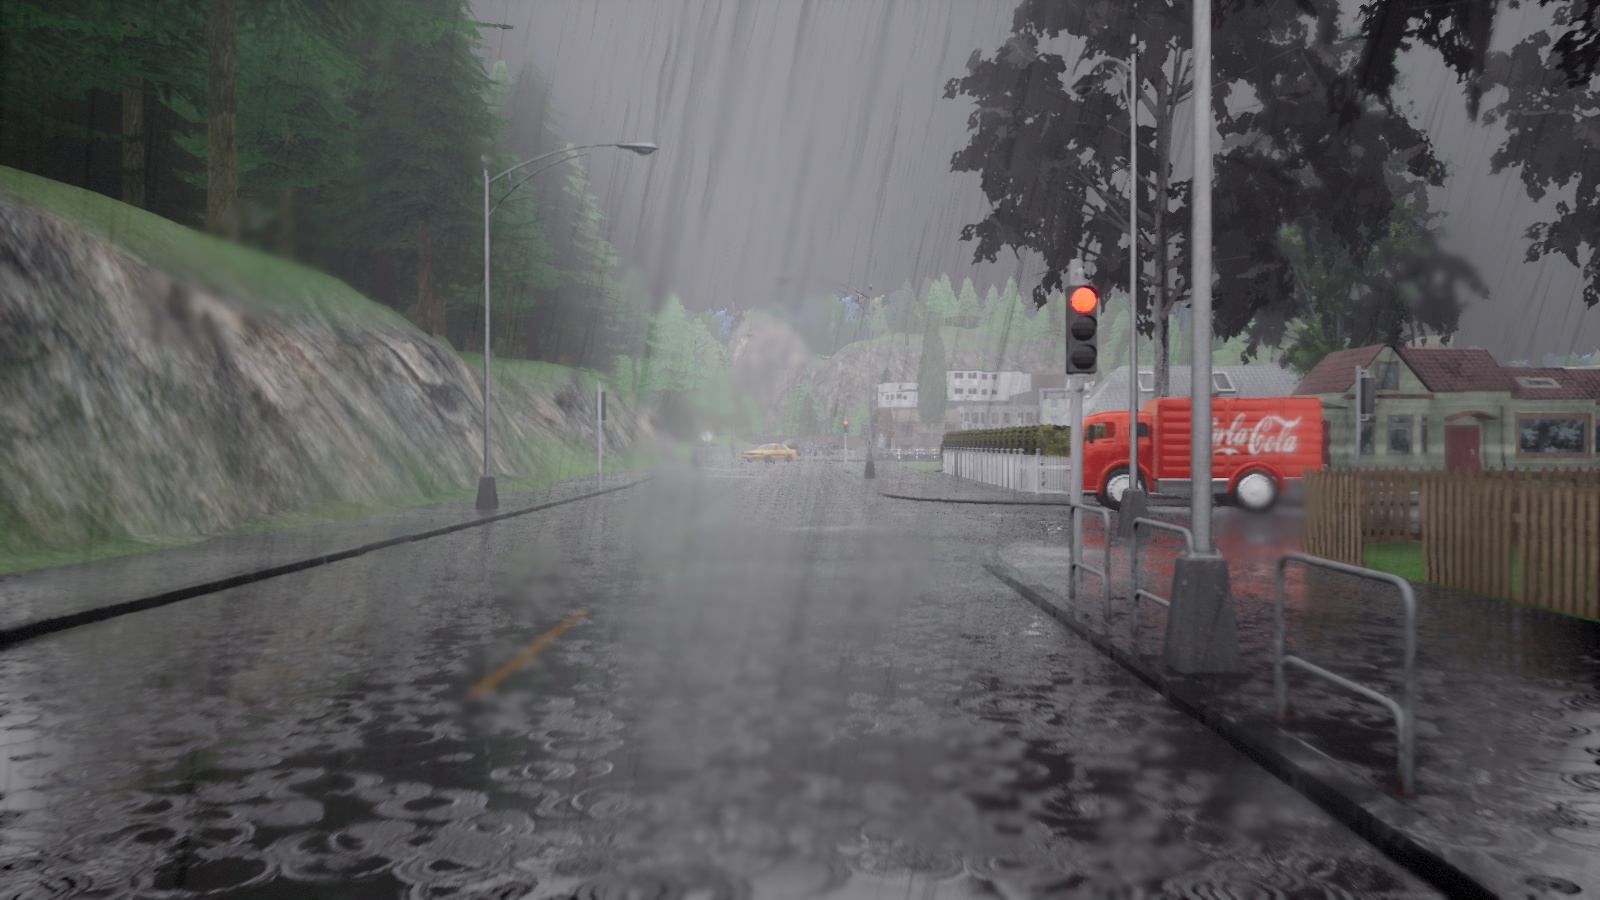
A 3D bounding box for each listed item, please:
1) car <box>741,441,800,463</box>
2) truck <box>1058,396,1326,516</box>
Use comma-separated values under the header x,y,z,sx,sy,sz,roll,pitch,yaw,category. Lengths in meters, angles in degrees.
x,y,z,sx,sy,sz,roll,pitch,yaw,category
-2.223,0.147,95.203,1.801,1.575,5.366,0,0,32,car
8.424,0.111,27.532,5.204,2.467,2.627,0,0,7,truck
